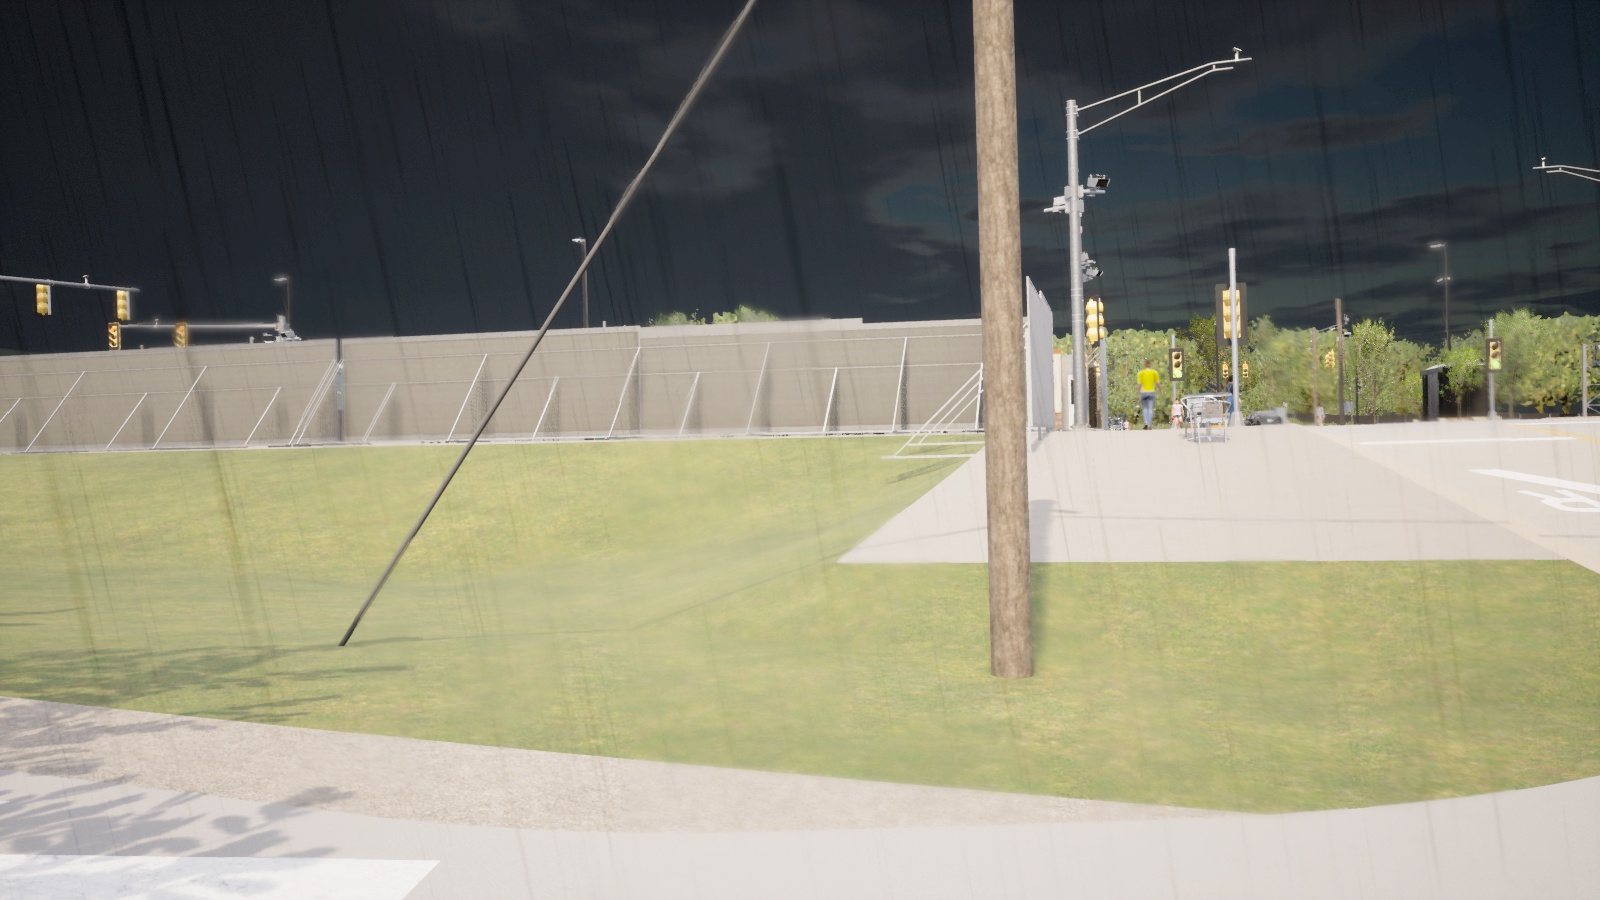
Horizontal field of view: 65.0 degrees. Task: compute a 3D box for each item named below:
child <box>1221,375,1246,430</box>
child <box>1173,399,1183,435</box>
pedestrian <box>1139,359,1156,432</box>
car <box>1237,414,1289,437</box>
[{"bbox_3d":[10.040,-1.090,29.094,0.437,1.263,0.270,-1,0,-5],"label":"child"},{"bbox_3d":[11.698,-1.020,38.817,0.255,1.110,0.394,-1,0,19],"label":"child"},{"bbox_3d":[8.908,-1.382,32.157,0.354,1.836,0.706,-1,0,17],"label":"pedestrian"},{"bbox_3d":[31.362,-1.672,85.205,2.163,1.488,4.792,-1,1,7],"label":"car"}]
